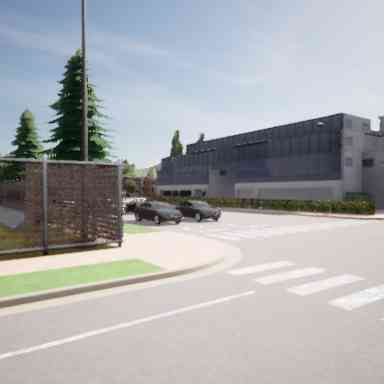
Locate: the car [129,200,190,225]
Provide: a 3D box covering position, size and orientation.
[{"bbox_3d":[-2.460,1.446,23.891,1.837,1.490,4.892,0,0,-35],"label":"car"}]

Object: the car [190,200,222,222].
[{"bbox_3d":[0.330,1.423,26.003,1.837,1.490,4.892,0,0,-35],"label":"car"}]

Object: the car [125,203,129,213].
[{"bbox_3d":[-5.205,1.482,33.917,1.994,1.385,4.181,0,0,-35],"label":"car"}]
